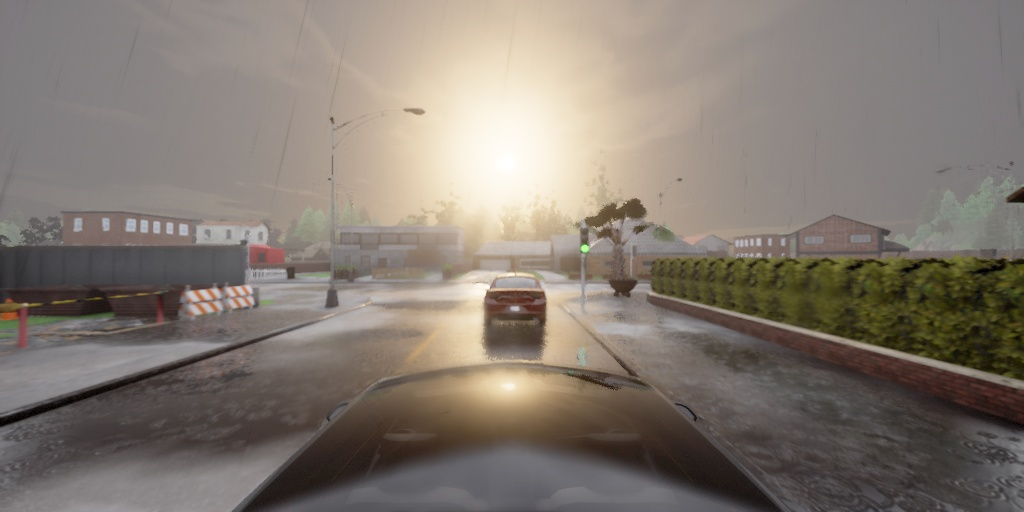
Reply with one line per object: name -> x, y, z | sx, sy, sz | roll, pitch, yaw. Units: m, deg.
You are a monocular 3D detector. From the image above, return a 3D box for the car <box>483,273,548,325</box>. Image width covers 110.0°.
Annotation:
car -> 0.132, 1.306, 12.234 | 1.882, 1.535, 5.008 | 0, 0, 1

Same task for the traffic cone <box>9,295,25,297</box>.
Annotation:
traffic cone -> -15.844, 1.629, 11.302 | 0.344, 0.586, 0.344 | 0, 0, 0

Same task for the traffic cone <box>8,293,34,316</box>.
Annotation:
traffic cone -> -16.884, 1.661, 12.301 | 0.344, 0.586, 0.344 | 0, 0, 0

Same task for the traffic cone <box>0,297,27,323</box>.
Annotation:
traffic cone -> -15.274, 1.630, 10.941 | 0.344, 0.586, 0.344 | 0, 0, 0
